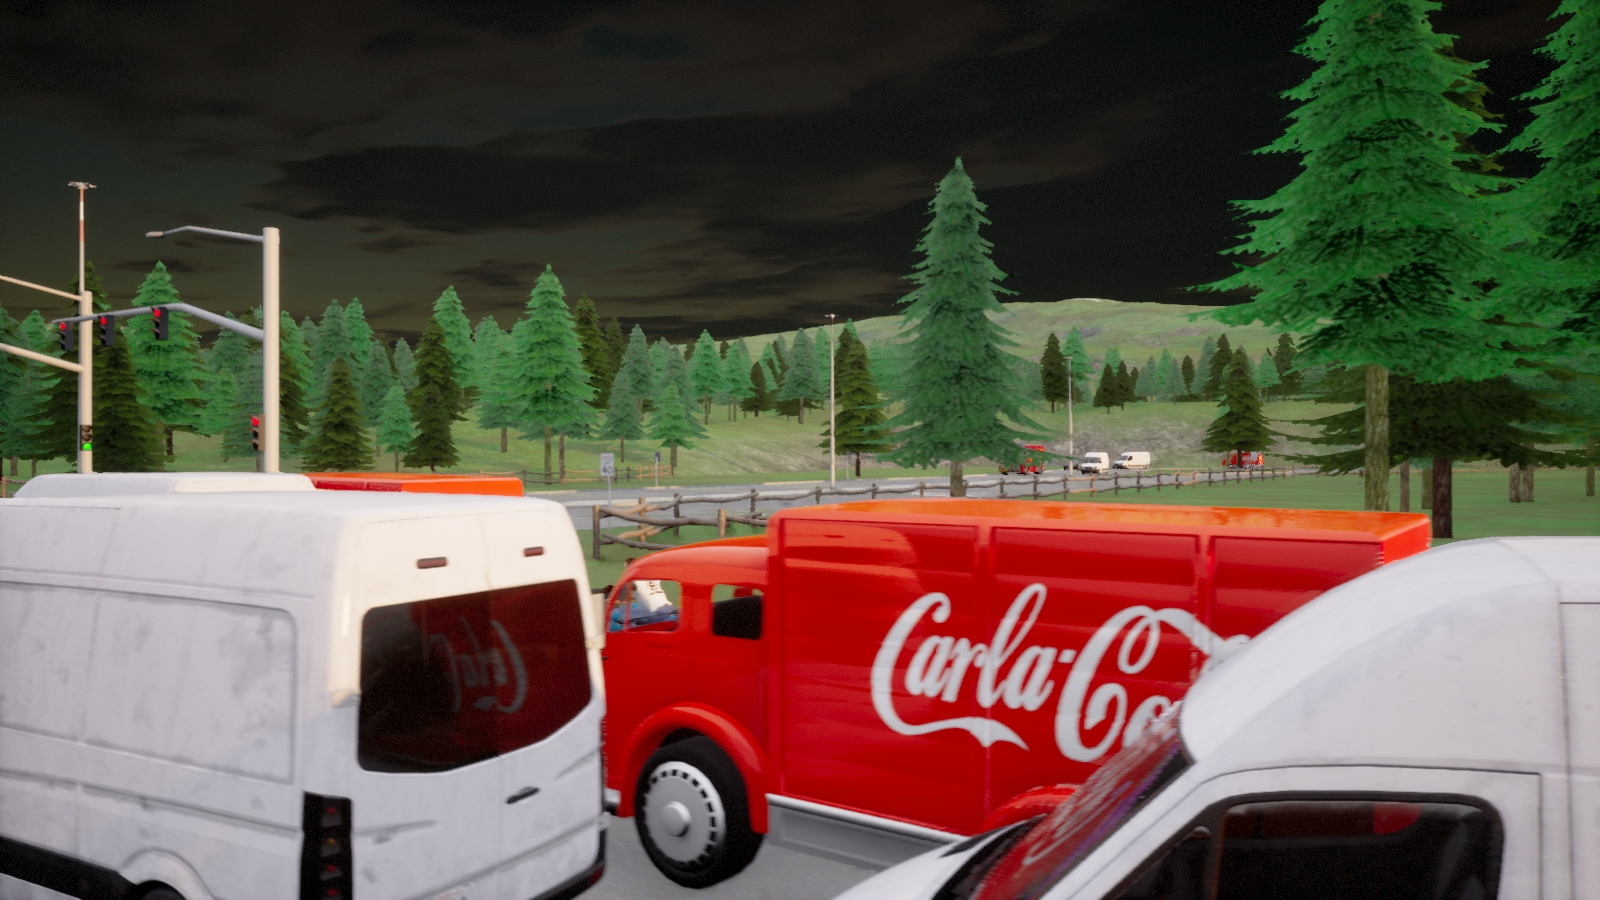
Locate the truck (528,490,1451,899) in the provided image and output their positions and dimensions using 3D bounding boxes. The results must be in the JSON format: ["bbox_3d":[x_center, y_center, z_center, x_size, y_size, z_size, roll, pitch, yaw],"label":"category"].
[{"bbox_3d":[1.045,1.568,7.324,5.204,2.467,2.627,0,0,35],"label":"truck"}]

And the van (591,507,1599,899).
[{"bbox_3d":[2.481,1.535,2.909,5.915,2.561,1.988,0,0,26],"label":"van"}]

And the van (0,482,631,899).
[{"bbox_3d":[-4.023,1.540,7.125,5.915,2.561,1.988,0,0,30],"label":"van"}]
